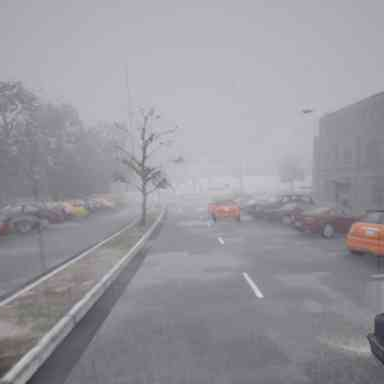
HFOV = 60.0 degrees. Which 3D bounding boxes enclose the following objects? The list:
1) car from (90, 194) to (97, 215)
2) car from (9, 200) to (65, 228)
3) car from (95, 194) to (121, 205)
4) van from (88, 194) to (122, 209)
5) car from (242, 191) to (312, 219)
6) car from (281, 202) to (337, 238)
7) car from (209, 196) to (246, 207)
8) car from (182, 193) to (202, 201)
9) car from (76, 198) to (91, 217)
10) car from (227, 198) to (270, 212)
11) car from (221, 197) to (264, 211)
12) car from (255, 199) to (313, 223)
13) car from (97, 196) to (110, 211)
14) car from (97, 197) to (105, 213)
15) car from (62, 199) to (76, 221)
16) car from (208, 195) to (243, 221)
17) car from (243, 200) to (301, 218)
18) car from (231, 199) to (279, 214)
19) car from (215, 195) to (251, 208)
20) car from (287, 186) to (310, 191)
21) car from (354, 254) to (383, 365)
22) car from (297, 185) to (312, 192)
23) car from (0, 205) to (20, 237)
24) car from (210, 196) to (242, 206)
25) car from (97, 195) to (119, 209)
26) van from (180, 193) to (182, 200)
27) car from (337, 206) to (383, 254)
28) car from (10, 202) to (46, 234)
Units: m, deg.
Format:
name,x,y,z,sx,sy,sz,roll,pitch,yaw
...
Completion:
name,x,y,z,sx,sy,sz,roll,pitch,yaw
car,-11.195,1.381,29.719,4.553,1.767,2.185,-1,0,-23
car,-10.807,1.507,20.834,5.008,1.535,2.097,-1,0,-22
car,-12.227,1.382,44.492,4.553,1.767,2.185,-1,0,-25
van,-12.414,1.281,47.480,4.442,1.987,1.878,-1,0,-25
car,7.214,1.213,26.478,5.566,2.045,2.435,1,0,-23
car,7.551,1.470,17.438,5.008,1.535,2.097,1,0,-22
car,5.416,1.445,50.522,5.366,1.575,1.946,1,0,-26
car,0.450,1.514,91.116,4.553,1.767,2.185,0,0,-30
car,-11.239,1.507,26.678,5.366,1.575,1.946,-1,0,-23
car,6.548,1.497,38.561,4.674,1.452,2.002,1,0,-24
car,6.345,1.457,41.572,4.892,1.521,2.231,1,0,-25
car,7.367,1.467,23.473,5.008,1.535,2.097,1,0,-23
car,-11.582,1.548,35.620,4.674,1.452,2.002,-1,0,-24
car,-11.390,1.548,32.666,4.674,1.452,2.002,-1,0,-23
car,-10.965,1.382,23.786,4.553,1.767,2.185,-1,0,-22
car,2.504,1.340,27.086,2.097,1.767,4.553,0,0,-3
car,7.087,1.503,29.515,4.674,1.452,2.002,1,0,-23
car,6.752,1.499,35.543,4.674,1.452,2.002,1,0,-24
car,5.884,1.327,47.606,4.553,1.767,2.185,1,0,-25
car,20.158,0.162,65.720,2.002,1.452,4.674,-7,4,-30
car,3.091,1.546,1.638,2.033,1.411,5.357,0,0,0
car,23.106,-0.418,66.228,2.435,2.045,5.566,-7,4,-30
car,-10.659,1.537,14.897,4.792,1.488,2.163,-1,0,-21
car,5.482,1.484,53.582,4.792,1.488,2.163,1,0,-26
car,-11.625,1.502,38.655,5.366,1.575,1.946,-1,0,-24
van,-0.140,1.408,94.034,4.442,1.987,1.878,0,0,-30
car,7.658,1.349,11.392,4.553,1.767,2.185,1,0,-21
car,-10.685,1.536,17.891,4.792,1.488,2.163,-1,0,-22
